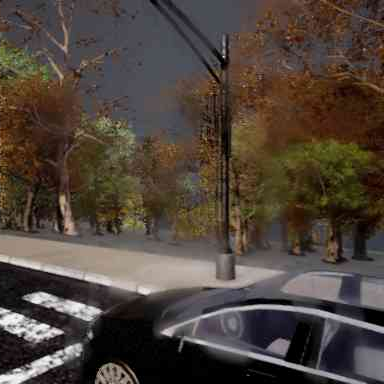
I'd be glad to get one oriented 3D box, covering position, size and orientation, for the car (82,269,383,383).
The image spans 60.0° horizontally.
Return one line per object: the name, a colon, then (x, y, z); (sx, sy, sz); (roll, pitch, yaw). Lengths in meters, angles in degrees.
car: (1.016, 1.501, 2.963); (4.902, 1.511, 2.128); (-1, 0, 36)
